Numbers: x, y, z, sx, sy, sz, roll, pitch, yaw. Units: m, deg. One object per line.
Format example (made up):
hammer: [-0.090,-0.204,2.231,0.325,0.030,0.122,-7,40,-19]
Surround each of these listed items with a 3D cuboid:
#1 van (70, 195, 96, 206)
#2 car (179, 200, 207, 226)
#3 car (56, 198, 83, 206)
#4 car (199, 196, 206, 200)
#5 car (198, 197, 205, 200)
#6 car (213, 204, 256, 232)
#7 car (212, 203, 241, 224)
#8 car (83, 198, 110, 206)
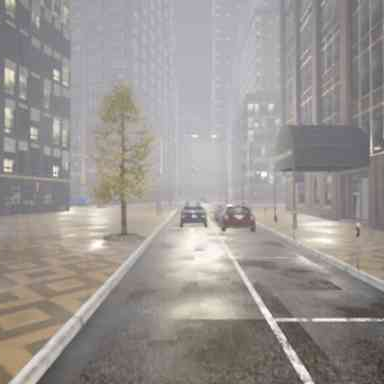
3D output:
van: [-17.825,1.442,52.601,3.998,1.788,1.690,0,-1,14]
car: [0.102,1.551,23.083,2.033,1.411,5.357,0,0,0]
car: [-22.866,1.835,62.116,4.507,1.381,1.887,0,-1,14]
car: [2.582,1.658,86.030,1.947,1.339,4.313,1,0,0]
car: [0.118,1.581,37.177,1.994,1.385,4.181,0,0,0]
car: [2.581,1.443,20.058,1.967,1.590,4.097,1,0,0]
car: [2.579,1.587,25.625,1.802,1.307,4.206,1,0,0]
car: [-17.448,1.795,60.768,4.403,1.369,2.008,0,-1,14]
